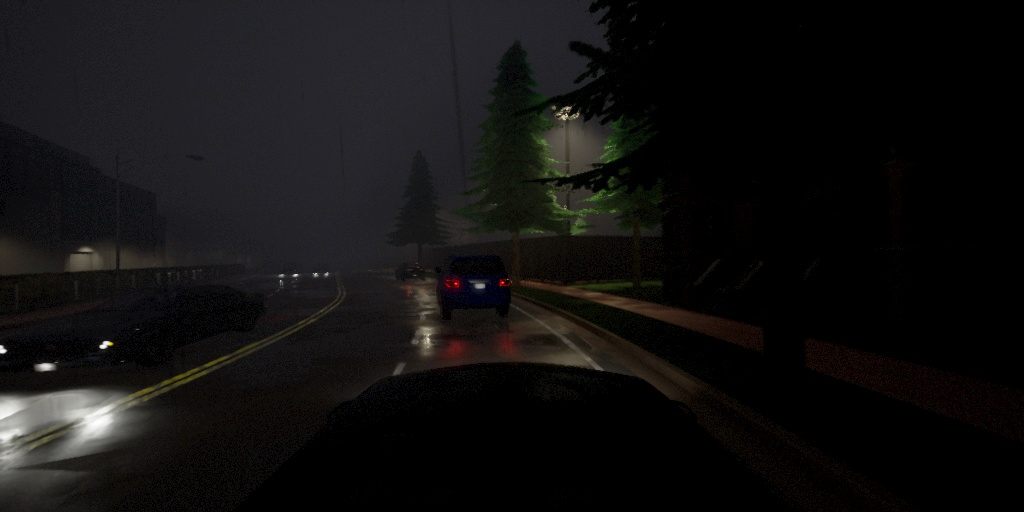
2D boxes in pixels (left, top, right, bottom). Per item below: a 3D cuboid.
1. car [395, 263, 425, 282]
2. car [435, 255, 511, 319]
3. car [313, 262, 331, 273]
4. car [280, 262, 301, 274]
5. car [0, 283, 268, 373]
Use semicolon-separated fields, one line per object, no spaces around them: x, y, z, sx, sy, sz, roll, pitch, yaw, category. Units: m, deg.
-8.667;1.313;30.339;2.128;1.511;4.902;0;0;-26;car
-1.565;0.984;13.174;2.150;2.045;5.566;0;0;-14;car
-25.497;1.571;48.234;1.994;1.385;4.181;0;0;-27;car
-28.177;1.493;45.743;1.837;1.490;4.892;0;0;-26;car
-7.768;1.362;8.239;2.033;1.411;5.357;0;0;-10;car
